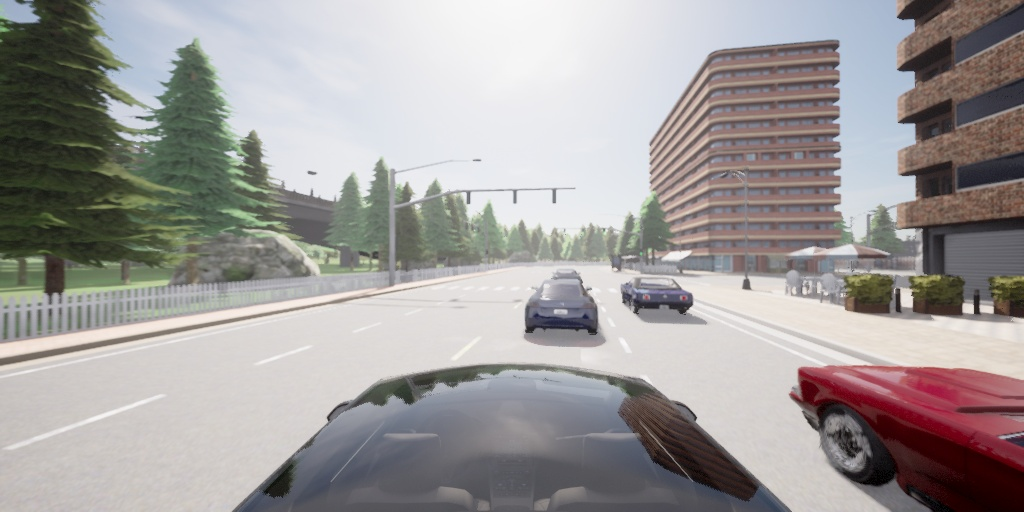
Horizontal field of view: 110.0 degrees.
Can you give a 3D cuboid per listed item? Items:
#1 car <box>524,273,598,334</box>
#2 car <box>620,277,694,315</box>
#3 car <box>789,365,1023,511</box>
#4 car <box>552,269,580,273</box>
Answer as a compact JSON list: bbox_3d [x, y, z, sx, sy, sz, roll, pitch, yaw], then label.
[{"bbox_3d":[1.525,1.393,11.056,1.994,1.385,4.181,0,0,8],"label":"car"},{"bbox_3d":[5.545,1.469,14.369,1.895,1.301,4.718,0,0,9],"label":"car"},{"bbox_3d":[3.863,1.363,1.691,1.895,1.301,4.718,0,0,2],"label":"car"},{"bbox_3d":[3.489,1.495,23.177,1.994,1.385,4.181,0,0,10],"label":"car"}]
